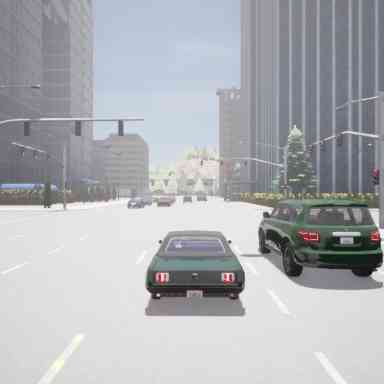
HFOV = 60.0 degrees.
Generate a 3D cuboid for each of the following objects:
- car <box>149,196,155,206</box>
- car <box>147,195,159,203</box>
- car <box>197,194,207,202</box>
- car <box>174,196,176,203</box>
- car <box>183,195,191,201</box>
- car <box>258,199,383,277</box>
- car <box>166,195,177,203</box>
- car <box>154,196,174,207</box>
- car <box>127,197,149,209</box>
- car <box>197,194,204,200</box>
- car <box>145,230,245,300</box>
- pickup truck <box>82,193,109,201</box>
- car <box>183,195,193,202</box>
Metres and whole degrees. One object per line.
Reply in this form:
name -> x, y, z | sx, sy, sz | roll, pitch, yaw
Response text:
car -> -7.862, 1.526, 56.009 | 1.812, 1.442, 4.674 | 0, 0, -1
car -> -7.958, 1.492, 68.332 | 2.128, 1.511, 4.902 | 0, 0, -1
car -> 2.402, 1.348, 78.831 | 2.097, 1.767, 4.553 | 0, 0, -1
car -> -4.419, 1.601, 61.945 | 1.895, 1.301, 4.718 | 0, 0, 0
car -> -1.238, 1.540, 88.917 | 2.033, 1.411, 5.357 | 0, 0, -1
car -> 3.589, 1.221, 10.395 | 2.150, 2.045, 5.566 | 0, 0, 0
car -> -4.509, 1.524, 72.399 | 2.128, 1.511, 4.902 | 0, 0, -1
car -> -4.301, 1.478, 51.839 | 1.882, 1.535, 5.008 | 0, 0, -1
car -> -7.796, 1.491, 46.754 | 2.128, 1.511, 4.902 | 0, 0, 1
car -> 2.259, 1.386, 89.111 | 1.882, 1.535, 5.008 | 0, 0, -1
car -> 0.077, 1.601, 8.367 | 1.895, 1.301, 4.718 | 0, 0, 0
pickup truck -> -21.147, 1.059, 73.429 | 2.390, 2.098, 6.274 | 0, 0, 30
car -> -0.949, 1.503, 72.294 | 1.837, 1.490, 4.892 | 0, 0, -1
